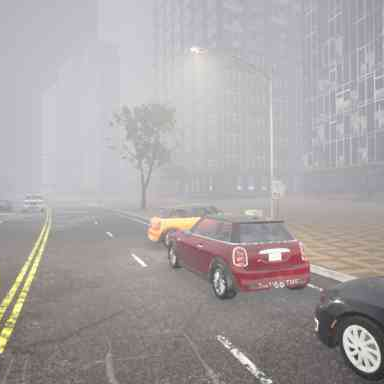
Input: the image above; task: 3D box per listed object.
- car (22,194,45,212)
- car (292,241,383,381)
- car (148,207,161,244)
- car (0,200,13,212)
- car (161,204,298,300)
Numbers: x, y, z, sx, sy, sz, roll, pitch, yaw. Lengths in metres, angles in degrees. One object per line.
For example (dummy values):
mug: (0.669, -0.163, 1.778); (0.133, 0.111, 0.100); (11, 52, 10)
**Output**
car: (-18.696, 1.262, 39.340); (2.150, 2.045, 5.566); (0, 0, -24)
car: (3.632, 1.505, 3.322); (1.837, 1.490, 4.892); (0, 0, -35)
car: (0.440, 1.276, 14.350); (4.553, 1.767, 2.097); (-3, 1, -18)
car: (-21.680, 1.602, 38.052); (1.994, 1.385, 4.181); (0, 0, -24)
car: (0.912, 1.355, 8.800); (2.097, 1.767, 4.553); (0, 0, -22)
